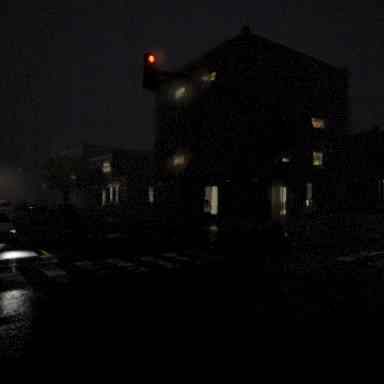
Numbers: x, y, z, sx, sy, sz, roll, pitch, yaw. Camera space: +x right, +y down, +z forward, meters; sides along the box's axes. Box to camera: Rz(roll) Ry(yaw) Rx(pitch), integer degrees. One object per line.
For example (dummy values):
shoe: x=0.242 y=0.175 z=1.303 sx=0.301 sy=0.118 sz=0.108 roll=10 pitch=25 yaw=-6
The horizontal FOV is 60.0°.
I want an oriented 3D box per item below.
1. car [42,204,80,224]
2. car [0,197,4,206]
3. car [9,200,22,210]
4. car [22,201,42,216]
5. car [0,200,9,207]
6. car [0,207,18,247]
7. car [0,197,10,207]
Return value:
car: x=-10.868 y=1.711 z=27.831 sx=1.967 sy=1.590 sz=4.097 roll=0 pitch=-1 yaw=-35
car: x=-43.468 y=2.086 z=74.255 sx=2.192 sy=1.841 sz=5.009 roll=0 pitch=-1 yaw=-35
car: x=-23.550 y=1.987 z=45.873 sx=1.752 sy=1.417 sz=4.829 roll=0 pitch=-1 yaw=-35
car: x=-17.070 y=1.915 z=36.694 sx=2.008 sy=1.369 sz=4.403 roll=0 pitch=-1 yaw=-35
car: x=-37.129 y=2.253 z=65.183 sx=1.802 sy=1.307 sz=4.206 roll=0 pitch=-1 yaw=-35
car: x=-9.128 y=1.625 z=15.020 sx=1.812 sy=1.442 sz=4.674 roll=1 pitch=-1 yaw=-35
car: x=-33.960 y=2.062 z=60.648 sx=1.967 sy=1.590 sz=4.097 roll=0 pitch=-1 yaw=-35
